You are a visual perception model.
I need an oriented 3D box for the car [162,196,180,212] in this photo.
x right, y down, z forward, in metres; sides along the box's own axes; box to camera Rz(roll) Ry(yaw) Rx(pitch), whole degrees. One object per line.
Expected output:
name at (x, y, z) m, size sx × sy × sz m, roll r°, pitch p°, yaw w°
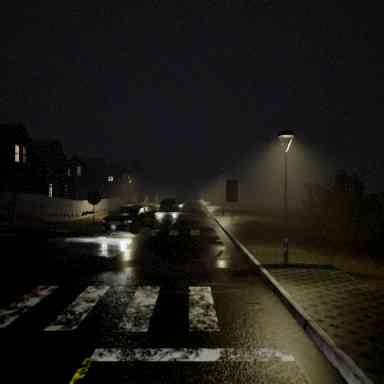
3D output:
car at (-2.786, 1.505, 39.416) m, size 1.882 × 1.535 × 5.008 m, roll 0°, pitch 0°, yaw 0°

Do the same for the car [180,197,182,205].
car at (-2.807, 1.536, 62.247) m, size 1.882 × 1.535 × 5.008 m, roll 0°, pitch 0°, yaw 0°

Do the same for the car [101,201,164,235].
car at (-3.458, 1.502, 19.085) m, size 2.128 × 1.511 × 4.902 m, roll 0°, pitch 0°, yaw 11°
